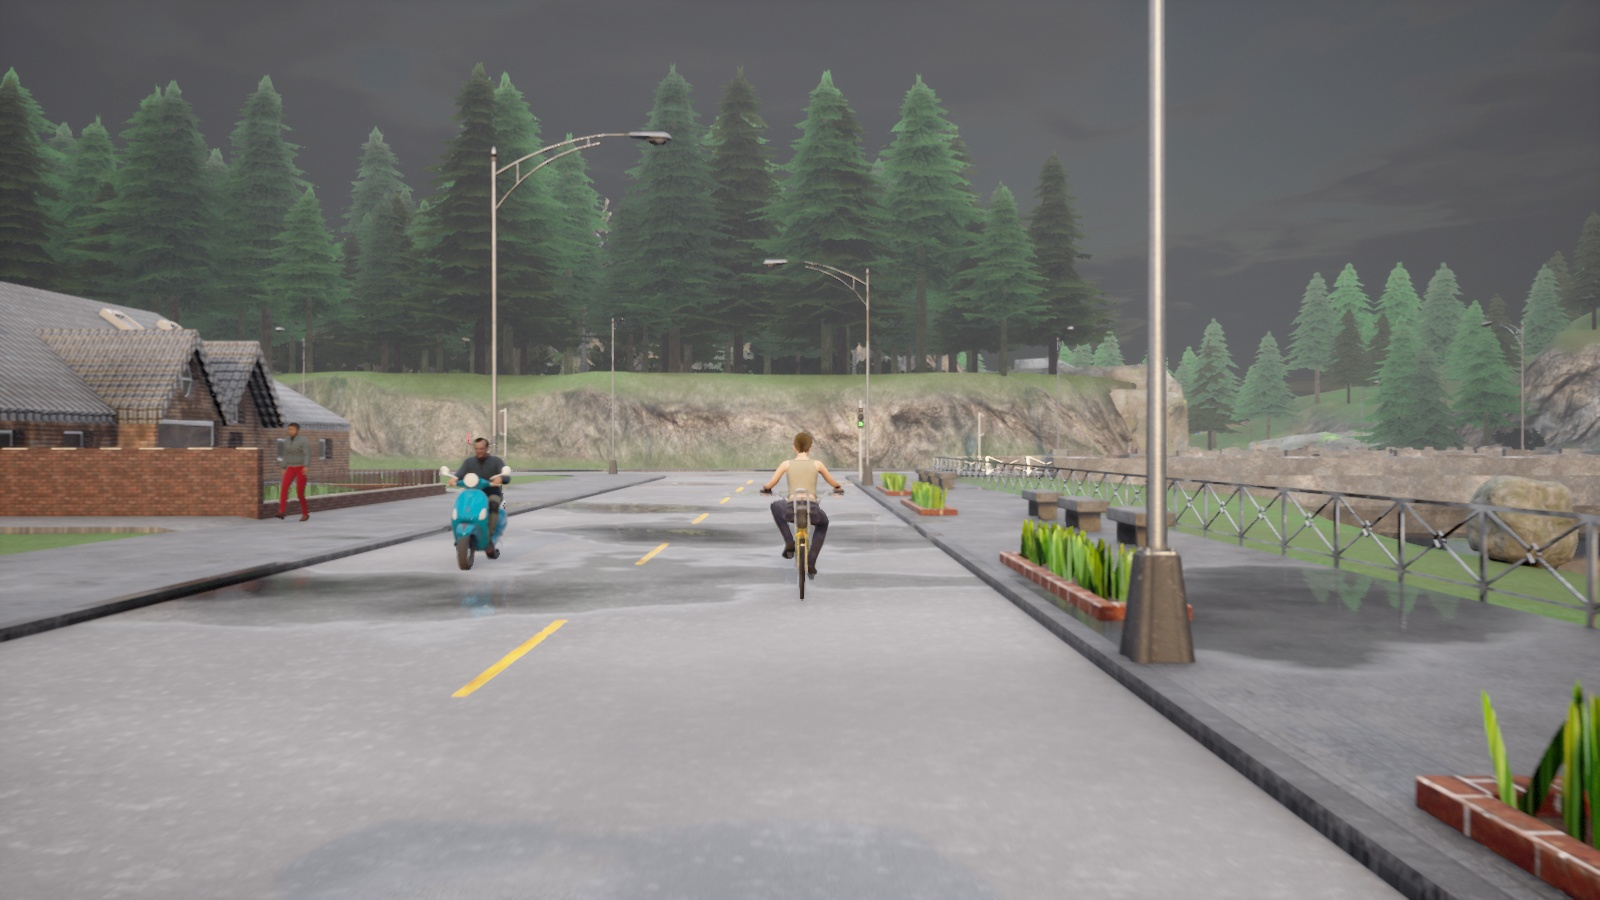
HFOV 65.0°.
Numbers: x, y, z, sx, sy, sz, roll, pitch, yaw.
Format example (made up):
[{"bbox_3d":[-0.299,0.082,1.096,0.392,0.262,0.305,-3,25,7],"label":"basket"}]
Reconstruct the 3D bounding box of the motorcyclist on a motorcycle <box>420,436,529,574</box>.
[{"bbox_3d":[-3.964,0.632,15.436,0.866,1.590,1.817,0,0,0],"label":"motorcyclist on a motorcycle"}]

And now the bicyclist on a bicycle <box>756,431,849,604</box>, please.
[{"bbox_3d":[0.025,0.631,12.467,0.866,1.612,1.509,0,0,0],"label":"bicyclist on a bicycle"}]

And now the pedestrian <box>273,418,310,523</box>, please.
[{"bbox_3d":[-9.065,0.356,22.395,0.353,1.847,0.614,0,0,7],"label":"pedestrian"}]
